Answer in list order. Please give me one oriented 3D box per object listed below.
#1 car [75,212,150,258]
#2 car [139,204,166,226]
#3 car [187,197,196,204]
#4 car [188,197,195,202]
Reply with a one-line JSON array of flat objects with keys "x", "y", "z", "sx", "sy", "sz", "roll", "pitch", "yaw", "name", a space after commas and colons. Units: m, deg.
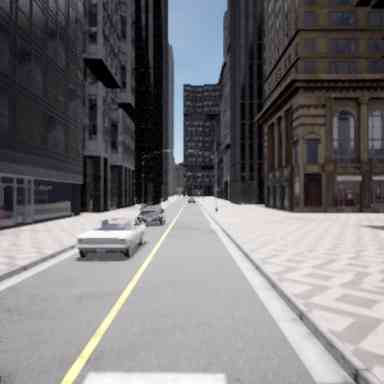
[{"x": -3.105, "y": 1.732, "z": 13.585, "sx": 1.895, "sy": 1.301, "sz": 4.718, "roll": 0, "pitch": 0, "yaw": 0, "name": "car"}, {"x": -3.035, "y": 1.685, "z": 25.961, "sx": 1.812, "sy": 1.442, "sz": 4.674, "roll": 0, "pitch": -1, "yaw": 0, "name": "car"}, {"x": -0.116, "y": 2.152, "z": 81.989, "sx": 1.994, "sy": 1.385, "sz": 4.181, "roll": 0, "pitch": 0, "yaw": 0, "name": "car"}, {"x": -0.132, "y": 2.074, "z": 92.024, "sx": 1.895, "sy": 1.301, "sz": 4.718, "roll": 0, "pitch": 0, "yaw": 0, "name": "car"}]
